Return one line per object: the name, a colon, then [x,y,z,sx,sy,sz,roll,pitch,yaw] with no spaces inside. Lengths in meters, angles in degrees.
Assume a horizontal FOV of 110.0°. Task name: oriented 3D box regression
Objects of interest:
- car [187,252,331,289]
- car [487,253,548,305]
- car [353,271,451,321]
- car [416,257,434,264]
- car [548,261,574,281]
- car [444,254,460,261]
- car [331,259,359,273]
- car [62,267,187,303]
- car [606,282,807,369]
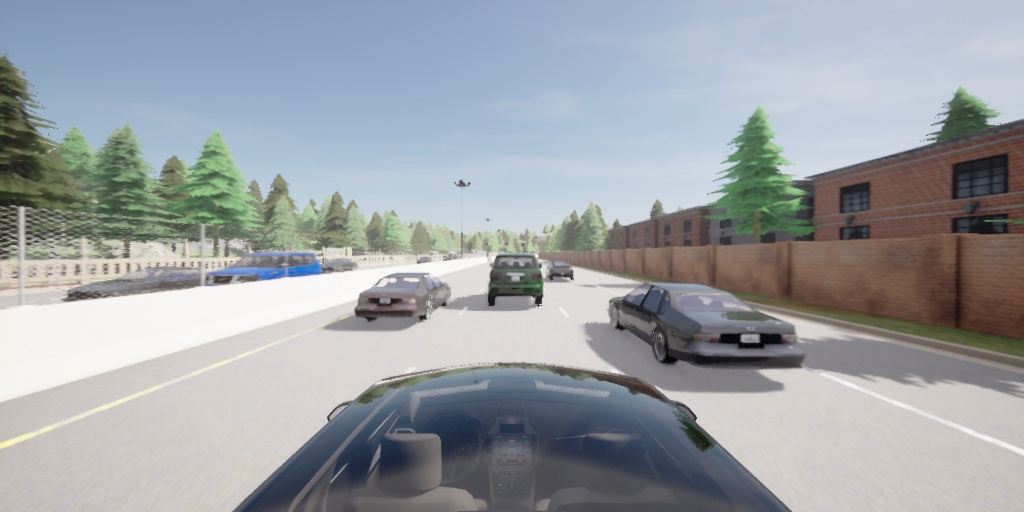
car: [-10.528,0.831,15.679,2.150,2.045,5.566,0,0,0]
car: [0.152,0.891,15.624,2.150,2.045,5.566,0,0,1]
car: [-3.355,1.219,12.004,2.033,1.411,5.357,0,0,0]
car: [-13.696,0.861,56.818,1.837,1.490,4.892,0,0,1]
car: [3.743,1.106,28.707,2.128,1.511,4.902,0,0,0]
car: [-10.163,0.607,61.481,2.150,2.045,5.566,0,0,0]
car: [-17.393,0.998,36.314,2.033,1.411,5.357,0,0,1]
car: [-14.031,1.144,14.487,2.033,1.411,5.357,0,0,0]
car: [3.621,1.282,7.946,2.033,1.411,5.357,0,0,0]
